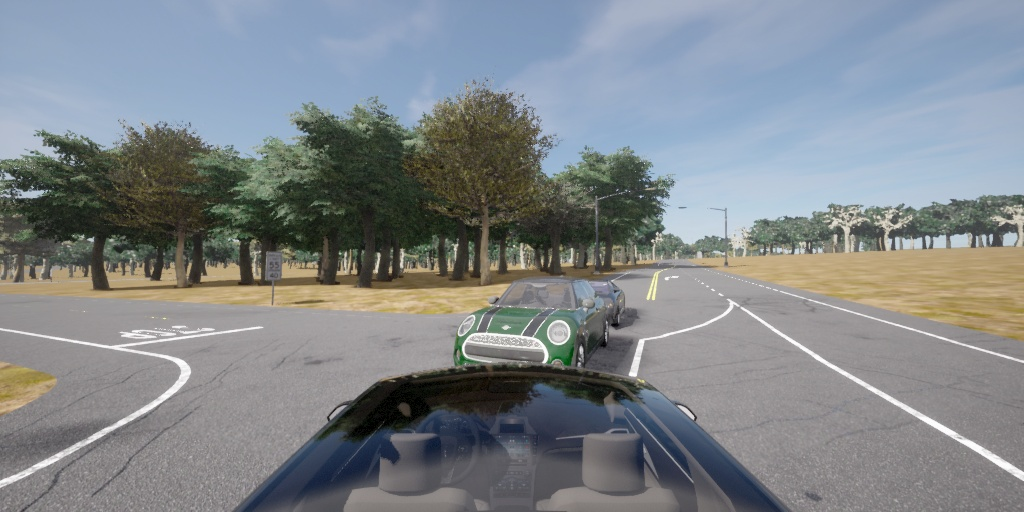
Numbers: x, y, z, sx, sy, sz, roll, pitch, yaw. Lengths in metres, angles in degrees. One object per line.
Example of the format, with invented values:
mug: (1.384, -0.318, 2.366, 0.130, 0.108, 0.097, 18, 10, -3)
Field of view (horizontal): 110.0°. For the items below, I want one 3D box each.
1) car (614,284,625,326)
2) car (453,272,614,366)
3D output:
car: (2.913, 1.554, 12.854, 1.994, 1.385, 4.181, -2, 0, 22)
car: (0.686, 1.222, 7.422, 2.097, 1.767, 4.553, -1, -2, 22)
